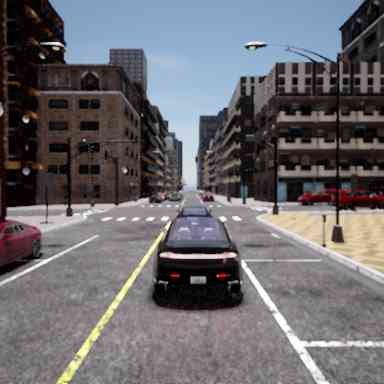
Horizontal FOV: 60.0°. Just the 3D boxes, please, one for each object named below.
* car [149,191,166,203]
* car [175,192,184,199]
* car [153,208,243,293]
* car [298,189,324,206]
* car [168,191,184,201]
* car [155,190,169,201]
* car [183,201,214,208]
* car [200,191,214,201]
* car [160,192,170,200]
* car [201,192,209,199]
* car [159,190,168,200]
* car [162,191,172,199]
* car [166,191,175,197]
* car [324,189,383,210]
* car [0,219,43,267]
[{"bbox_3d":[-5.579,0.995,51.398,1.947,1.339,4.313,0,1,0],"label":"car"},{"bbox_3d":[-2.838,0.779,74.509,1.895,1.301,4.718,0,1,0],"label":"car"},{"bbox_3d":[0.120,1.392,8.577,2.128,1.511,4.902,0,1,0],"label":"car"},{"bbox_3d":[14.641,0.587,37.664,5.009,1.841,2.192,-1,2,0],"label":"car"},{"bbox_3d":[-2.934,0.707,58.233,2.097,1.767,4.553,0,1,1],"label":"car"},{"bbox_3d":[-5.555,0.623,62.759,2.192,1.841,5.009,0,1,0],"label":"car"},{"bbox_3d":[0.136,1.368,17.191,1.994,1.385,4.181,0,1,0],"label":"car"},{"bbox_3d":[2.813,0.809,57.062,1.967,1.590,4.097,0,1,0],"label":"car"},{"bbox_3d":[-5.542,0.774,68.274,1.752,1.417,4.829,0,1,0],"label":"car"},{"bbox_3d":[2.851,0.770,74.110,1.802,1.307,4.206,0,1,0],"label":"car"},{"bbox_3d":[-5.567,0.895,56.910,1.752,1.417,4.829,0,1,0],"label":"car"},{"bbox_3d":[-5.530,0.627,74.125,1.967,1.590,4.097,0,1,0],"label":"car"},{"bbox_3d":[-5.505,0.509,85.490,1.967,1.590,4.097,0,1,0],"label":"car"},{"bbox_3d":[14.757,0.696,29.286,5.009,1.841,2.192,-1,2,0],"label":"car"},{"bbox_3d":[-5.722,1.473,9.377,1.802,1.307,4.206,0,1,0],"label":"car"}]
